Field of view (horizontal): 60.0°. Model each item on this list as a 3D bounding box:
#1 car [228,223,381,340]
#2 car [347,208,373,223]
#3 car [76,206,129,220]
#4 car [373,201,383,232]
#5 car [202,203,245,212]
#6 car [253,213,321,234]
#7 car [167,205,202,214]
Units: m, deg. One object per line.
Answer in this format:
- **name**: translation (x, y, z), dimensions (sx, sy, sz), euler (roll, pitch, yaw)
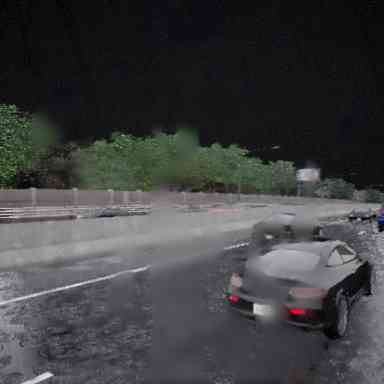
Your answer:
- **car**: translation (2.442, 1.631, 6.828), dimensions (1.812, 1.442, 4.674), euler (-1, -1, 37)
- **car**: translation (15.606, 2.089, 30.174), dimensions (1.895, 1.301, 4.718), euler (-1, -1, 37)
- **car**: translation (-7.619, 1.959, 28.728), dimensions (2.128, 1.511, 4.902), euler (-1, -1, 37)
- **car**: translation (13.674, 1.548, 21.783), dimensions (2.150, 2.045, 5.566), euler (-1, -1, 37)
- **car**: translation (3.389, 1.860, 31.720), dimensions (2.097, 1.767, 4.553), euler (-1, -1, 37)
- **car**: translation (4.642, 1.714, 15.584), dimensions (1.882, 1.535, 5.008), euler (-1, -1, 37)
- **car**: translation (-0.479, 2.027, 32.397), dimensions (1.837, 1.490, 4.892), euler (-1, -2, 37)
